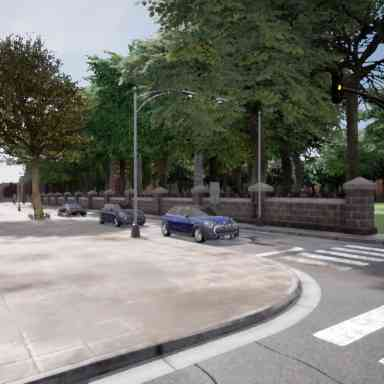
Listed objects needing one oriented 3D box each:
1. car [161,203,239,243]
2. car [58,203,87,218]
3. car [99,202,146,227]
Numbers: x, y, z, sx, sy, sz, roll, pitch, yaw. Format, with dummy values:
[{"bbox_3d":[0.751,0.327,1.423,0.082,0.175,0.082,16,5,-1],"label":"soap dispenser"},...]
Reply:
[{"bbox_3d":[0.307,1.478,17.047,2.097,1.767,4.553,0,0,-35],"label":"car"},{"bbox_3d":[-12.886,1.910,35.537,2.033,1.411,5.357,0,-1,-35],"label":"car"},{"bbox_3d":[-5.266,1.570,24.850,2.097,1.767,4.553,0,0,-36],"label":"car"}]
